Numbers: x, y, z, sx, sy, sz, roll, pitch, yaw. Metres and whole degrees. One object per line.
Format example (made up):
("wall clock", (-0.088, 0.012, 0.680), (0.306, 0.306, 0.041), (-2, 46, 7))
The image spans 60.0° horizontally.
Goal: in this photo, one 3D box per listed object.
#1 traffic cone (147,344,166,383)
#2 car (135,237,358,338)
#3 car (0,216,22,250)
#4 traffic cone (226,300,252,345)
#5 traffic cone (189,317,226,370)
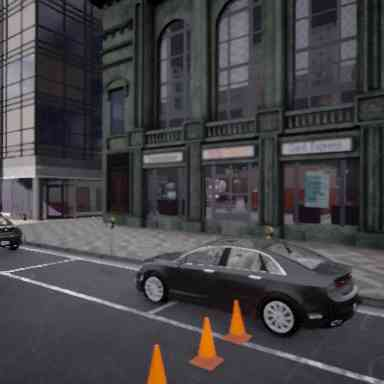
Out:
("traffic cone", (-0.389, 1.967, 3.632), (0.340, 0.580, 0.340), (0, 0, 36))
("car", (0.784, 1.572, 6.527), (4.403, 1.369, 2.008), (0, 0, 36))
("car", (-8.386, 1.584, 13.096), (4.403, 1.369, 2.008), (0, 0, 36))
("traffic cone", (0.688, 1.965, 5.140), (0.340, 0.580, 0.340), (0, 3, 37))
("traffic cone", (0.193, 1.970, 4.445), (0.340, 0.580, 0.340), (0, 0, 36))
